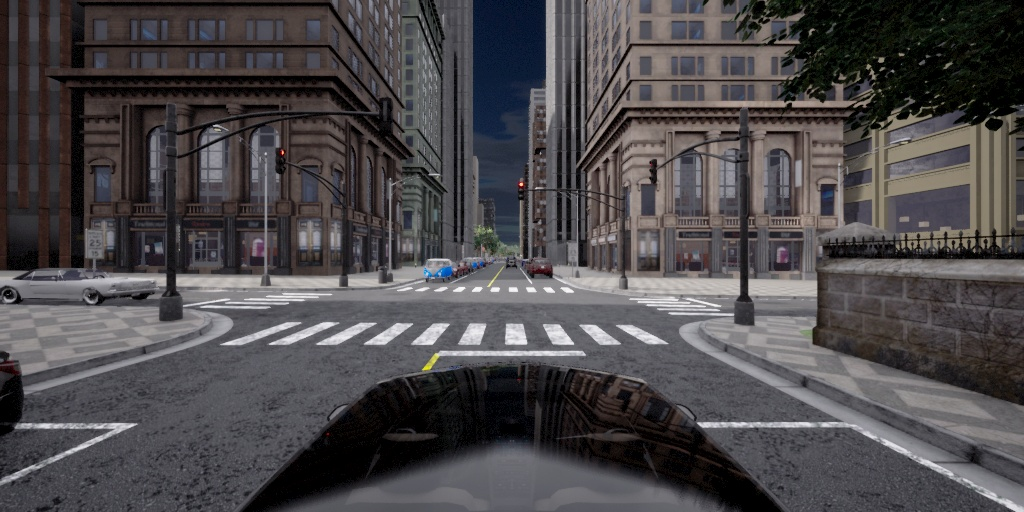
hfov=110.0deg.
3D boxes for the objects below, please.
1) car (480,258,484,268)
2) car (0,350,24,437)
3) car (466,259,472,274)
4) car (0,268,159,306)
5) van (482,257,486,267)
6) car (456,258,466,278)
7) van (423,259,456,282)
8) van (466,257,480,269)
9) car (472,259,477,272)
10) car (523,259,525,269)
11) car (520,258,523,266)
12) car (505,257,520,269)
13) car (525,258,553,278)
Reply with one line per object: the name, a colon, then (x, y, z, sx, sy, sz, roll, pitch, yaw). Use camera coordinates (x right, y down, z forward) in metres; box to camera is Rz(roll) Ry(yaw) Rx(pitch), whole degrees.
car: (-5.870, 1.347, 55.640, 1.888, 1.381, 4.507, 0, 0, 0)
car: (-5.763, 1.316, 1.777, 1.948, 1.339, 4.313, 0, 0, 0)
car: (-5.837, 1.322, 39.316, 1.888, 1.381, 4.507, 0, 0, 0)
car: (-16.565, 1.120, 13.679, 4.718, 1.301, 1.895, 1, 0, 0)
van: (-5.881, 1.151, 61.081, 1.690, 1.789, 3.998, 0, 0, 0)
car: (-5.826, 1.210, 33.875, 1.967, 1.591, 4.097, 0, 0, 0)
van: (-5.816, 1.105, 28.434, 1.690, 1.789, 3.998, 0, 0, 0)
van: (-5.859, 1.134, 50.198, 1.690, 1.789, 3.998, 0, 0, 0)
car: (-5.848, 1.351, 44.757, 1.948, 1.339, 4.313, 0, 0, 0)
car: (2.688, 1.092, 39.341, 2.192, 1.841, 5.009, 0, 0, 0)
car: (2.656, 1.352, 55.663, 2.007, 1.370, 4.403, 0, 0, 0)
car: (-0.063, 1.312, 59.091, 1.837, 1.490, 4.892, 0, 0, 1)
car: (2.699, 1.085, 33.901, 2.192, 1.841, 5.009, 0, 0, 0)
